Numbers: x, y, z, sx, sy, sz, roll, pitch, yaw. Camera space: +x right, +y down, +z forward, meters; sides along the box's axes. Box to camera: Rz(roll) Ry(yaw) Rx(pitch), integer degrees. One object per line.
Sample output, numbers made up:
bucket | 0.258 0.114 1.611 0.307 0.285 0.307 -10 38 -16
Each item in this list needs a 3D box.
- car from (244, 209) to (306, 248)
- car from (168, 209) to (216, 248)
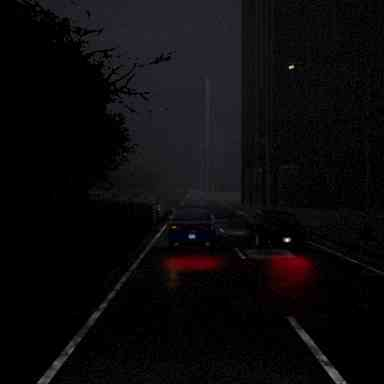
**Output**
car | 3.500 1.511 14.652 1.837 1.490 4.892 0 0 0
car | 0.000 1.479 14.652 1.882 1.535 5.008 0 0 0
